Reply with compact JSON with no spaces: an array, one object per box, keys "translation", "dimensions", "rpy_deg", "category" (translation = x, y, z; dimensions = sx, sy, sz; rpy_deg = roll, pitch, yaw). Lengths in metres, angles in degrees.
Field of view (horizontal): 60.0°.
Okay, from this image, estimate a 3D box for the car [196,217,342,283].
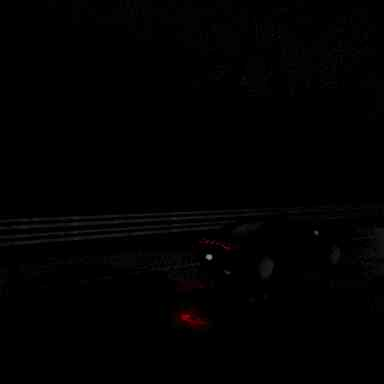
[{"translation":[2.442,1.480,9.790],"dimensions":[5.008,1.535,1.882],"rpy_deg":[0,0,-35],"category":"car"}]
